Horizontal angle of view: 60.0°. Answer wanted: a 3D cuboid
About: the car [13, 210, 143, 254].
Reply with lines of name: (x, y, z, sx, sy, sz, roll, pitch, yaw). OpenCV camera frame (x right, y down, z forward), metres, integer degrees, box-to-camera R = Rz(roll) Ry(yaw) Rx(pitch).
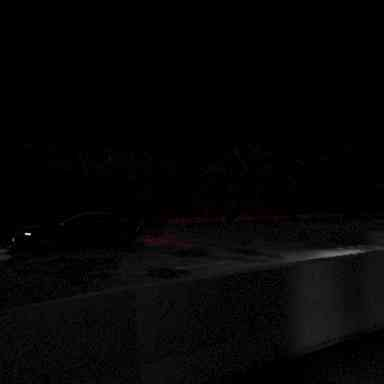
car: (-4.407, 1.483, 13.399, 4.902, 1.511, 2.128, 0, 0, -32)
